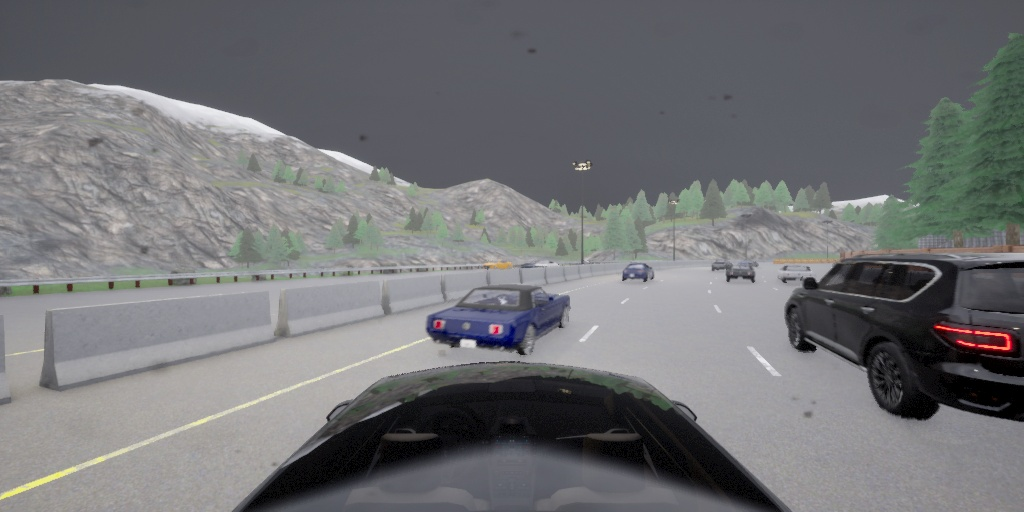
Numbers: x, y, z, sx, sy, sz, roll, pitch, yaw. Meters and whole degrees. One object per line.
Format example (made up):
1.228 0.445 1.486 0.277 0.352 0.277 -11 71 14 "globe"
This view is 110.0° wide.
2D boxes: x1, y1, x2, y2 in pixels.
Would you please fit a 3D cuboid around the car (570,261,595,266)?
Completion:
9.403 1.297 46.937 2.033 1.411 5.357 0 0 36 "car"

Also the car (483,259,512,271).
-1.940 1.227 49.058 1.882 1.535 5.008 0 0 35 "car"

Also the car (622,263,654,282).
10.153 1.275 28.764 1.812 1.442 4.674 0 0 31 "car"

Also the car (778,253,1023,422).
6.285 0.973 5.549 2.150 2.045 5.566 0 0 22 "car"

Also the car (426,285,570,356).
0.045 1.351 8.745 1.895 1.301 4.718 0 0 23 "car"

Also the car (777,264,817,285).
21.533 1.351 27.268 1.895 1.301 4.718 0 0 33 "car"

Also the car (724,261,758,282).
18.598 1.351 29.158 1.895 1.301 4.718 0 0 33 "car"

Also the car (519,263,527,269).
3.168 1.297 50.265 2.033 1.411 5.357 0 0 36 "car"

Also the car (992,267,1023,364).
9.784 1.103 4.723 2.097 1.767 4.553 0 0 22 "car"

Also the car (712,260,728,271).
27.831 1.241 47.414 2.128 1.511 4.902 0 0 41 "car"

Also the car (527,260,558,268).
4.241 1.275 45.697 1.812 1.442 4.674 0 0 35 "car"
